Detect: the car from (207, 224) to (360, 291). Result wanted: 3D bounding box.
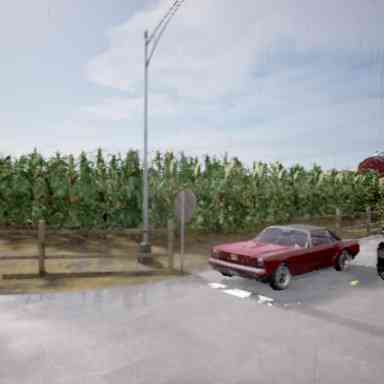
[{"bbox_3d":[2.692,1.617,9.216,4.718,1.301,1.895,0,0,-39],"label":"car"}]

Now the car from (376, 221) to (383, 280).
[{"bbox_3d":[6.619,1.505,8.761,5.008,1.535,1.882,0,0,-42],"label":"car"}]
